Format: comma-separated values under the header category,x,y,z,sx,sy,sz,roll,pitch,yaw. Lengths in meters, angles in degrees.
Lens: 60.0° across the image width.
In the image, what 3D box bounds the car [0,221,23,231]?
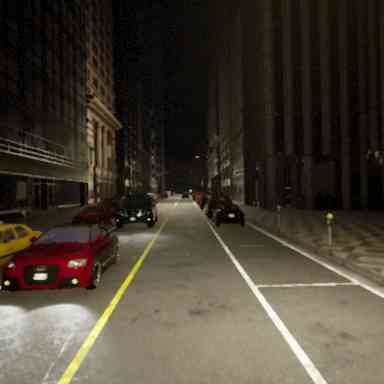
category,x,y,z,sx,sy,sz,roll,pitch,yaw
car,-6.009,1.596,9.983,1.752,1.417,4.829,-1,0,-1

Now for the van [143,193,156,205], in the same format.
category,x,y,z,sx,sy,sz,roll,pitch,yaw
van,-6.940,1.143,55.140,1.690,1.788,3.998,-1,0,-1

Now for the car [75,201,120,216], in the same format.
category,x,y,z,sx,sy,sz,roll,pitch,yaw
car,-6.244,1.557,21.400,1.887,1.381,4.507,-1,0,-1

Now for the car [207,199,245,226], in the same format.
category,x,y,z,sx,sy,sz,roll,pitch,yaw
car,2.279,1.405,21.573,1.947,1.339,4.313,-1,0,-1

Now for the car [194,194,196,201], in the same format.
category,x,y,z,sx,sy,sz,roll,pitch,yaw
car,1.701,1.248,49.690,1.802,1.307,4.206,-1,0,-1

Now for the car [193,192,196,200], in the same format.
category,x,y,z,sx,sy,sz,roll,pitch,yaw
car,1.584,1.173,55.313,1.887,1.381,4.507,-1,0,-1

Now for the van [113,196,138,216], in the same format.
category,x,y,z,sx,sy,sz,roll,pitch,yaw
van,-6.477,1.289,32.647,1.690,1.788,3.998,-1,0,-1

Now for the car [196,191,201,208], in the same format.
category,x,y,z,sx,sy,sz,roll,pitch,yaw
car,1.929,1.055,38.441,2.192,1.841,5.009,-1,0,-1

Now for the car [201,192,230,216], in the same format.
category,x,y,z,sx,sy,sz,roll,pitch,yaw
car,2.160,1.123,27.195,2.192,1.841,5.009,-1,0,-1

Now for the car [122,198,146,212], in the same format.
category,x,y,z,sx,sy,sz,roll,pitch,yaw
car,-6.591,1.464,38.272,2.008,1.369,4.403,-1,0,-1

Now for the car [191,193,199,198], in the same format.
category,x,y,z,sx,sy,sz,roll,pitch,yaw
car,0.889,0.941,89.052,2.008,1.369,4.403,-1,0,-1

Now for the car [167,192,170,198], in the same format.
category,x,y,z,sx,sy,sz,roll,pitch,yaw
car,-7.633,1.109,88.882,1.887,1.381,4.507,-1,0,-1

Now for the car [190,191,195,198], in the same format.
category,x,y,z,sx,sy,sz,roll,pitch,yaw
car,1.350,0.866,66.558,2.192,1.841,5.009,-1,0,-1

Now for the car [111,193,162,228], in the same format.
category,x,y,z,sx,sy,sz,roll,pitch,yaw
car,-3.503,1.172,22.088,2.150,2.045,5.566,-1,1,-1

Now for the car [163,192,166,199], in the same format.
category,x,y,z,sx,sy,sz,roll,pitch,yaw
car,-7.285,1.230,72.012,1.887,1.381,4.507,-1,0,-1

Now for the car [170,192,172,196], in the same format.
category,x,y,z,sx,sy,sz,roll,pitch,yaw
car,-7.751,0.838,94.504,2.192,1.841,5.009,-1,0,-1

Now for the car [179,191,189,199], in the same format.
category,x,y,z,sx,sy,sz,roll,pitch,yaw
car,-1.632,1.044,81.541,1.994,1.385,4.181,-1,0,-1

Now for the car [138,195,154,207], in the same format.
category,x,y,z,sx,sy,sz,roll,pitch,yaw
car,-6.823,1.280,49.518,1.967,1.590,4.097,-1,0,-1

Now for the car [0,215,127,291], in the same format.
category,x,y,z,sx,sy,sz,roll,pitch,yaw
car,-3.236,1.584,9.000,1.994,1.385,4.181,-1,0,-1

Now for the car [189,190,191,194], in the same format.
category,x,y,z,sx,sy,sz,roll,pitch,yaw
car,1.119,0.787,77.804,2.192,1.841,5.009,-1,0,-1

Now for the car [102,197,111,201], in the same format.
category,x,y,z,sx,sy,sz,roll,pitch,yaw
car,-6.362,1.296,27.023,2.192,1.841,5.009,-1,0,-1
